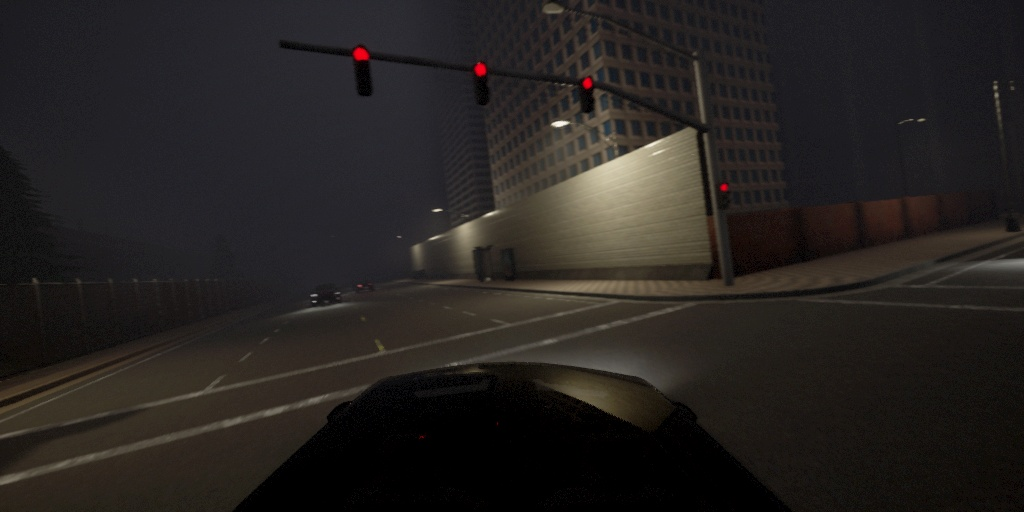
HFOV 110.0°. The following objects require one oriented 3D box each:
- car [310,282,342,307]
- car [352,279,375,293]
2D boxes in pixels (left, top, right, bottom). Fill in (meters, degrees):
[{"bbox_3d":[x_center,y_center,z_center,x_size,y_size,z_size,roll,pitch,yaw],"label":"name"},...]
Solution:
[{"bbox_3d":[-15.135,3.024,29.254,2.097,1.767,4.553,-7,0,-26],"label":"car"},{"bbox_3d":[-17.406,3.505,42.335,1.812,1.442,4.674,-7,0,-25],"label":"car"}]
